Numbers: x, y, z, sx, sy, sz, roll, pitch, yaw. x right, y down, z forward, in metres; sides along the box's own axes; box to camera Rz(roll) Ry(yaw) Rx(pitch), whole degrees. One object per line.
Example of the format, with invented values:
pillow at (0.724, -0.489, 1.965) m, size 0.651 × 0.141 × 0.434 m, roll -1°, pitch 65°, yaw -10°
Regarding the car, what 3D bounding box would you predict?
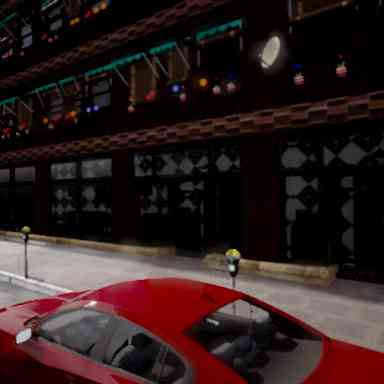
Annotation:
car at (-0.496, 1.548, 3.240) m, size 4.507 × 1.381 × 1.887 m, roll 0°, pitch -1°, yaw 36°
